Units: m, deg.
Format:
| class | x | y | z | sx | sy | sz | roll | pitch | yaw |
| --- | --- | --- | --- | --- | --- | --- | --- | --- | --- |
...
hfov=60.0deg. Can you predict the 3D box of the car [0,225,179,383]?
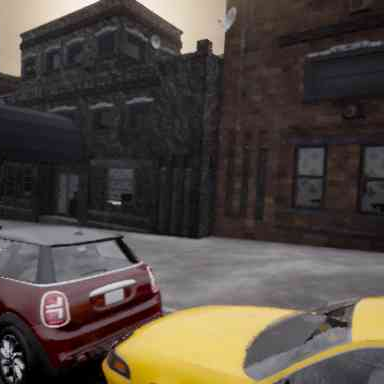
| class | x | y | z | sx | sy | sz | roll | pitch | yaw |
| --- | --- | --- | --- | --- | --- | --- | --- | --- | --- |
| car | -2.717 | 1.349 | 5.474 | 4.553 | 1.767 | 2.185 | 0 | 0 | 36 |
